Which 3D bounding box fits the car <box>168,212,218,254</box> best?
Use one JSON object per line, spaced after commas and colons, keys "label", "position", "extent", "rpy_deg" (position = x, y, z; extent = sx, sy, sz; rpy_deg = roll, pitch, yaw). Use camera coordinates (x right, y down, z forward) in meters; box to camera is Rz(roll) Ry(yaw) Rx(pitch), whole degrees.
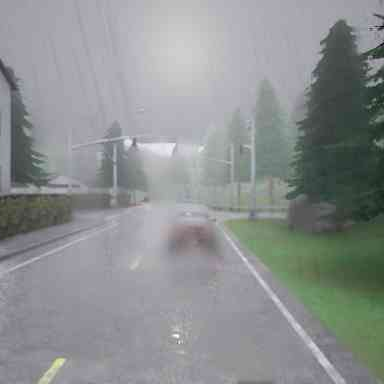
{"label": "car", "position": [0.051, 1.530, 13.482], "extent": [1.812, 1.442, 4.674], "rpy_deg": [0, 0, 1]}

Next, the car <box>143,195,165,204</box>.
{"label": "car", "position": [-7.509, 1.377, 66.192], "extent": [4.553, 1.767, 2.097], "rpy_deg": [0, 0, 36]}
